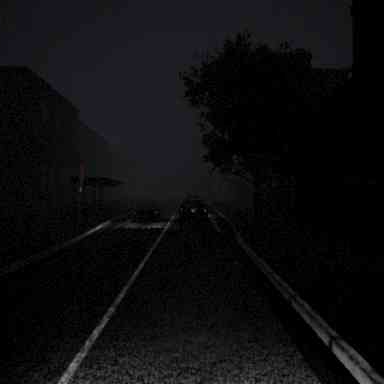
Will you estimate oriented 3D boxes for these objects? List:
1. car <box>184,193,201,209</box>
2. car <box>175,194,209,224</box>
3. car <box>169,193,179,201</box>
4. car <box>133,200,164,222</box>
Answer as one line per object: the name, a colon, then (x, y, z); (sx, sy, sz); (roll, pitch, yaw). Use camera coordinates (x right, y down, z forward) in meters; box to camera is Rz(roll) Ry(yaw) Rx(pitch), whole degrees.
car: (0.048, 1.078, 41.570); (2.097, 1.767, 4.553); (0, 1, 0)
car: (0.081, 1.273, 24.451); (2.097, 1.767, 4.553); (0, 1, 0)
car: (-3.535, 0.944, 67.343); (1.882, 1.535, 5.008); (0, 1, 0)
car: (-3.288, 1.386, 25.763); (1.882, 1.535, 5.008); (0, 1, 0)
